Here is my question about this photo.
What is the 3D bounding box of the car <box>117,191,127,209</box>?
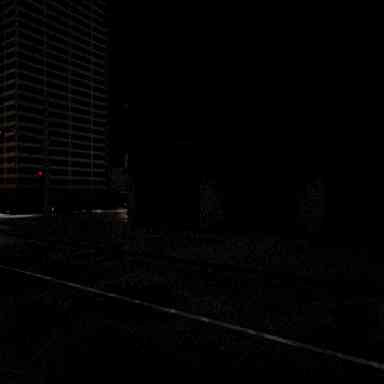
[{"bbox_3d":[-6.815,1.221,44.397,2.150,2.045,5.566,0,0,36],"label":"car"}]

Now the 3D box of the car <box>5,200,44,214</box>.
[{"bbox_3d":[-17.091,1.547,35.868,2.033,1.411,5.357,0,0,35],"label":"car"}]

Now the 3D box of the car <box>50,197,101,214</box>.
[{"bbox_3d":[-12.779,1.491,35.916,2.128,1.511,4.902,0,0,35],"label":"car"}]

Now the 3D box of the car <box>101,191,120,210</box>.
[{"bbox_3d":[-10.963,1.221,44.590,2.150,2.045,5.566,0,0,35],"label":"car"}]
